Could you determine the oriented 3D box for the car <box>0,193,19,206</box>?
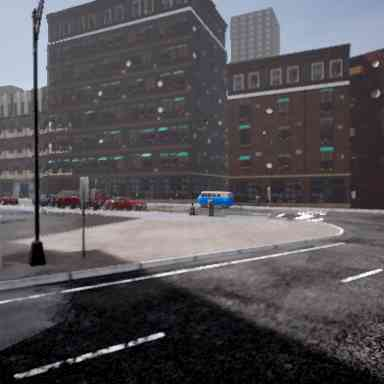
[{"bbox_3d":[-21.523,0.818,37.445,4.507,1.381,1.887,1,0,24],"label":"car"}]

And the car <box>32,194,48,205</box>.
[{"bbox_3d":[-16.019,0.884,37.833,4.181,1.385,1.994,1,1,24],"label":"car"}]

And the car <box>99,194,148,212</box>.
[{"bbox_3d":[-6.070,1.096,30.599,4.206,1.307,1.802,1,0,24],"label":"car"}]

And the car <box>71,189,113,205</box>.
[{"bbox_3d":[-12.877,0.595,42.783,5.009,1.841,2.192,1,0,24],"label":"car"}]

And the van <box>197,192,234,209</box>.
[{"bbox_3d":[2.571,0.858,35.940,3.998,1.788,1.690,1,0,24],"label":"van"}]

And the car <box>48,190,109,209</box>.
[{"bbox_3d":[-11.215,0.750,32.882,5.009,1.841,2.192,1,0,24],"label":"car"}]
